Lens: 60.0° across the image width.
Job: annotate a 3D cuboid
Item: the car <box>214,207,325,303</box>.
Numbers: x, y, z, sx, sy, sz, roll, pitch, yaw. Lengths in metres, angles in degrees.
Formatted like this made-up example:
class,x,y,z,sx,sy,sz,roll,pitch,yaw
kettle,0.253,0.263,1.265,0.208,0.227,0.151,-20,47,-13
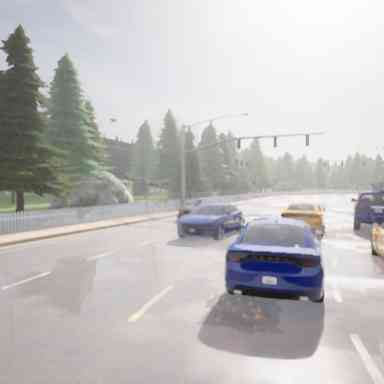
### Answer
class,x,y,z,sx,sy,sz,roll,pitch,yaw
car,2.111,1.351,8.131,1.882,1.535,5.008,0,1,18

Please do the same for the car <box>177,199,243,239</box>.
class,x,y,z,sx,sy,sz,roll,pitch,yaw
car,1.019,1.239,15.650,1.882,1.535,5.008,0,1,24

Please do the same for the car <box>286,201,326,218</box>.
class,x,y,z,sx,sy,sz,roll,pitch,yaw
car,5.721,1.215,17.000,1.882,1.535,5.008,0,1,24

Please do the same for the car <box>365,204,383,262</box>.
class,x,y,z,sx,sy,sz,roll,pitch,yaw
car,6.149,1.335,9.034,1.882,1.535,5.008,0,1,21

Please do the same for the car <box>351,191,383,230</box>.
class,x,y,z,sx,sy,sz,roll,pitch,yaw
car,9.996,0.938,18.141,2.150,2.045,5.566,0,1,26

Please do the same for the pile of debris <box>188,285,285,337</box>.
class,x,y,z,sx,sy,sz,roll,pitch,yaw
pile of debris,0.911,2.081,6.053,1.500,0.140,1.860,0,1,16

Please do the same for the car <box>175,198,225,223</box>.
class,x,y,z,sx,sy,sz,roll,pitch,yaw
car,0.641,1.212,23.232,1.994,1.385,4.181,0,1,25
